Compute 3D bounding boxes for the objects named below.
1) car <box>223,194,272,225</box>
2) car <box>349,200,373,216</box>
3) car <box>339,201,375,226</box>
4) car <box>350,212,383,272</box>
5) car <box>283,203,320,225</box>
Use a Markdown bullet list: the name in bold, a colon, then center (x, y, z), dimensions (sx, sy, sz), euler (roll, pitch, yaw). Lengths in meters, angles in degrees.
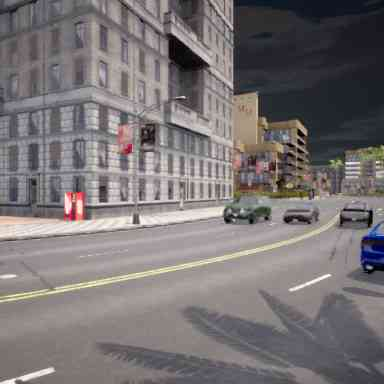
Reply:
- **car**: center (4.259, 1.207, 24.668), dimensions (2.150, 2.045, 5.566), euler (0, 0, 30)
- **car**: center (16.688, 1.549, 32.848), dimensions (1.994, 1.385, 4.181), euler (0, 0, 27)
- **car**: center (11.191, 1.481, 22.597), dimensions (2.128, 1.511, 4.902), euler (0, 0, 30)
- **car**: center (6.550, 1.474, 9.818), dimensions (1.882, 1.535, 5.008), euler (0, 0, 43)
- **car**: center (8.206, 1.534, 24.528), dimensions (2.033, 1.411, 5.357), euler (0, 0, 29)
